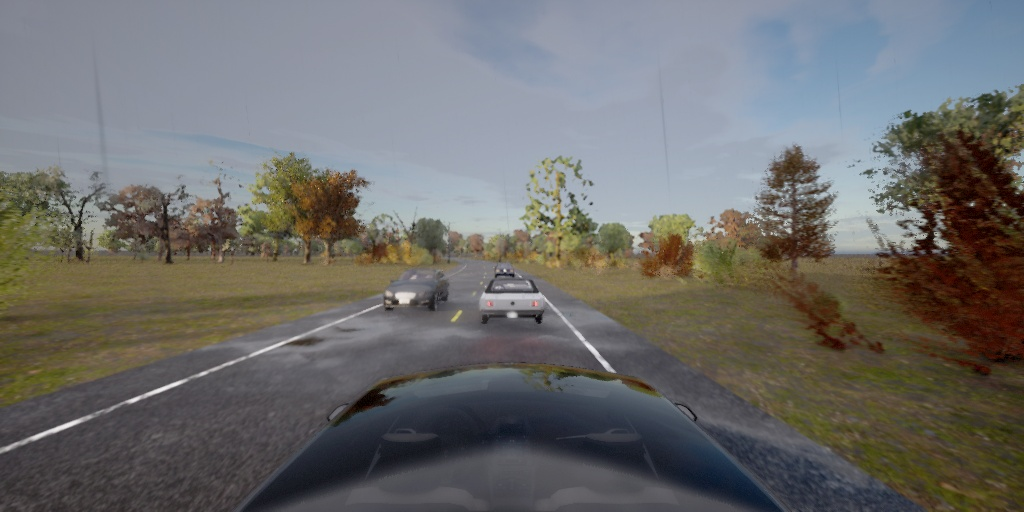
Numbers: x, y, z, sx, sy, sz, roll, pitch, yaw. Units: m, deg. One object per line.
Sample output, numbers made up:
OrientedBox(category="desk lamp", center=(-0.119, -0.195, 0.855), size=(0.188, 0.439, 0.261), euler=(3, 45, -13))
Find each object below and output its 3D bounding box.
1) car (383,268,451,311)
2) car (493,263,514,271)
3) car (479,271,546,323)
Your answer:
OrientedBox(category="car", center=(-3.682, 1.260, 14.570), size=(2.128, 1.511, 4.902), euler=(0, 0, -1))
OrientedBox(category="car", center=(-0.735, 1.314, 33.196), size=(2.033, 1.411, 5.357), euler=(0, 0, -3))
OrientedBox(category="car", center=(-0.019, 1.365, 12.203), size=(1.895, 1.301, 4.718), euler=(0, 0, -1))
